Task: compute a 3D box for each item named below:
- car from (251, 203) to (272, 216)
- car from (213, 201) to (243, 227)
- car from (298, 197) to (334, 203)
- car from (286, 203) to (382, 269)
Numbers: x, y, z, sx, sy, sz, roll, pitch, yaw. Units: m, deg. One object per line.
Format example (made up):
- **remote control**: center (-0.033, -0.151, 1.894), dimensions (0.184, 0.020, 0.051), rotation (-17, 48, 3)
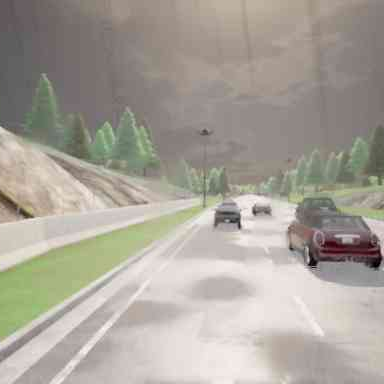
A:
- **car**: center (7.451, 1.832, 35.940), dimensions (1.895, 1.301, 4.718), rotation (0, 0, 7)
- **car**: center (2.542, 1.636, 23.860), dimensions (1.837, 1.490, 4.892), rotation (0, 0, 7)
- **car**: center (9.941, 1.435, 26.940), dimensions (2.150, 2.045, 5.566), rotation (0, 0, 7)
- **car**: center (4.756, 1.450, 11.841), dimensions (2.097, 1.767, 4.553), rotation (1, 0, 6)
